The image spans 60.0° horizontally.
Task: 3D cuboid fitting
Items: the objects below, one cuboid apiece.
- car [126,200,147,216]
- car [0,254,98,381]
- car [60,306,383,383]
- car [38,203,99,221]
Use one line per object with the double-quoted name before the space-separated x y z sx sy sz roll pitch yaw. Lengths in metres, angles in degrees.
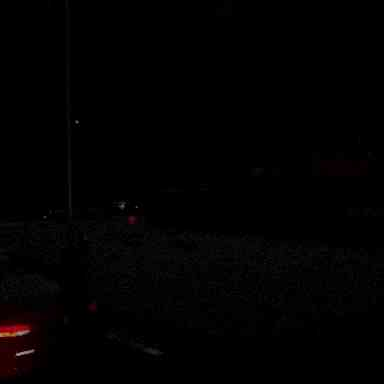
"car" -4.242 1.434 31.219 1.812 1.442 4.674 -2 -1 36
"car" -3.125 1.619 5.054 4.206 1.307 1.802 0 -1 36
"car" 1.303 1.582 1.897 4.206 1.307 1.802 0 -1 36
"car" -10.277 1.635 27.872 1.895 1.301 4.718 -2 -1 36
